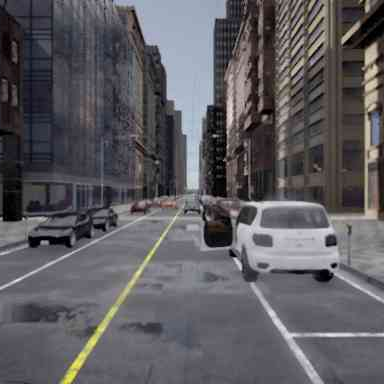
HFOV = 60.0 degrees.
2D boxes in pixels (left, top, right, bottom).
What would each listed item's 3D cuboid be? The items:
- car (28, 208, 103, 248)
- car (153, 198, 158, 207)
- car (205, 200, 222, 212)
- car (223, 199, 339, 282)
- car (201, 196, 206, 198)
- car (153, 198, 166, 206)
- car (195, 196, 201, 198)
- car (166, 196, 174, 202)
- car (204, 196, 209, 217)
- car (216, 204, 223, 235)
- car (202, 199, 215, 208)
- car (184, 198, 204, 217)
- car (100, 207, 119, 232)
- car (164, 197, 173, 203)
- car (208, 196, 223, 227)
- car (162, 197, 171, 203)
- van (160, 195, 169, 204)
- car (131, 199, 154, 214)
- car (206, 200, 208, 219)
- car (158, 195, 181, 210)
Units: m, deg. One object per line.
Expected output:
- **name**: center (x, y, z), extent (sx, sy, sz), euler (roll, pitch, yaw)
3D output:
- **car**: center (-5.784, 1.628, 15.238), extent (1.947, 1.339, 4.313), euler (0, 0, 0)
- **car**: center (-5.839, 1.675, 54.453), extent (1.967, 1.590, 4.097), euler (0, 0, 0)
- **car**: center (2.702, 1.751, 43.271), extent (1.947, 1.339, 4.313), euler (0, 0, 0)
- **car**: center (2.381, 1.262, 10.029), extent (2.150, 2.045, 5.566), euler (0, 0, 0)
- **car**: center (2.694, 1.650, 48.873), extent (1.967, 1.590, 4.097), euler (0, 0, 0)
- **car**: center (-5.847, 1.805, 60.054), extent (1.887, 1.381, 4.507), euler (0, 0, 0)
- **car**: center (-0.063, 1.714, 48.711), extent (1.837, 1.490, 4.892), euler (0, 0, 0)
- **car**: center (-5.885, 1.912, 87.895), extent (1.752, 1.417, 4.829), euler (0, 0, 0)
- **car**: center (2.709, 1.600, 37.670), extent (1.967, 1.590, 4.097), euler (0, 0, 0)
- **car**: center (2.733, 1.668, 20.865), extent (1.802, 1.307, 4.206), euler (0, 0, 0)
- **car**: center (2.687, 1.817, 54.474), extent (1.802, 1.307, 4.206), euler (0, 0, 0)
- **car**: center (0.031, 1.709, 38.034), extent (2.033, 1.411, 5.357), euler (0, 0, 0)
- **car**: center (-5.792, 1.652, 20.839), extent (1.947, 1.339, 4.313), euler (0, 0, 0)
- **car**: center (-5.878, 1.906, 82.463), extent (1.887, 1.381, 4.507), euler (0, 0, 0)
- **car**: center (2.725, 1.425, 26.467), extent (2.192, 1.841, 5.009), euler (0, 0, 0)
- **car**: center (-5.870, 1.881, 76.861), extent (1.887, 1.381, 4.507), euler (0, 0, 0)
- **van**: center (-5.863, 1.652, 71.260), extent (1.690, 1.788, 3.998), euler (0, 0, 0)
- **car**: center (-5.816, 1.705, 37.646), extent (1.887, 1.381, 4.507), euler (0, 0, 0)
- **car**: center (2.718, 1.701, 32.068), extent (1.947, 1.339, 4.313), euler (0, 0, 0)
- **car**: center (-3.083, 1.550, 46.432), extent (2.097, 1.767, 4.553), euler (0, 0, 0)
